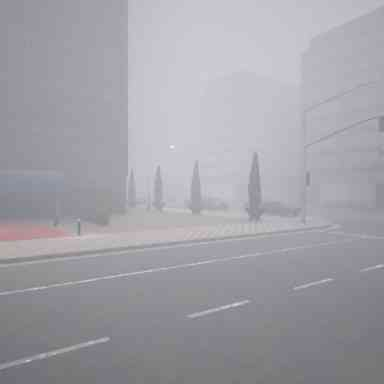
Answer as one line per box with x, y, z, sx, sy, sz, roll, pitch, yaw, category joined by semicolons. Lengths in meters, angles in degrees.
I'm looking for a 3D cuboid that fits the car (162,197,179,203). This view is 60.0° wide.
-4.763;1.600;69.567;1.895;1.301;4.718;0;0;-34;car

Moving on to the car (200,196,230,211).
2.503;1.351;40.427;2.097;1.767;4.553;0;0;-35;car

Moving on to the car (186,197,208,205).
0.895;1.564;61.402;1.994;1.385;4.181;0;0;-34;car

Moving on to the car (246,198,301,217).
8.156;1.547;32.292;2.033;1.411;5.357;0;0;-34;car

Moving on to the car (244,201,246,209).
8.173;1.478;38.419;1.882;1.535;5.008;0;0;-35;car

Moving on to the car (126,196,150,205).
-9.710;1.601;58.006;1.895;1.301;4.718;0;0;-34;car

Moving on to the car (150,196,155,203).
-8.300;1.477;62.146;1.882;1.535;5.008;0;0;-35;car

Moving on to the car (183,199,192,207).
0.816;1.547;48.957;2.033;1.411;5.357;0;0;-35;car
